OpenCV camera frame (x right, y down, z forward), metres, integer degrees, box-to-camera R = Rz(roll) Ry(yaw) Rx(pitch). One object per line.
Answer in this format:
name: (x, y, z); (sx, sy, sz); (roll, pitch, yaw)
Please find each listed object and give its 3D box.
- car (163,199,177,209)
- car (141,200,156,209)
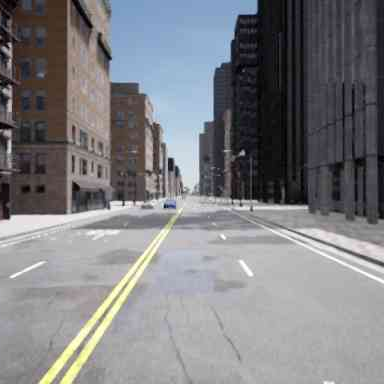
car: (-3.235, 1.753, 49.590); (1.882, 1.535, 5.008); (0, -1, 0)
car: (-6.484, 1.900, 49.667); (1.895, 1.301, 4.718); (0, 0, 0)
